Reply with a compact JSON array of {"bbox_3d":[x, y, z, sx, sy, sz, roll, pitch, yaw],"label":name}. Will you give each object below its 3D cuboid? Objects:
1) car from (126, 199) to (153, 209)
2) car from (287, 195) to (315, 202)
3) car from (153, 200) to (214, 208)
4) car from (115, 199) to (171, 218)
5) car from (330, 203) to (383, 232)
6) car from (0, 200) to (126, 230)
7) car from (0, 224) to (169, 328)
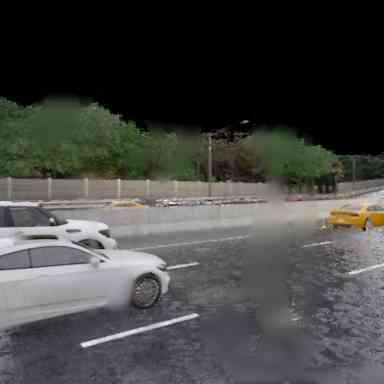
[{"bbox_3d":[-5.722,1.456,25.690,5.008,1.535,1.882,0,0,-35],"label":"car"},{"bbox_3d":[16.303,1.152,49.668,5.008,1.535,1.882,0,0,-35],"label":"car"},{"bbox_3d":[-0.114,1.440,25.375,4.902,1.511,2.128,0,0,-35],"label":"car"},{"bbox_3d":[-4.482,1.457,30.860,4.892,1.490,1.837,0,0,-35],"label":"car"},{"bbox_3d":[10.139,1.378,19.524,5.008,1.535,1.882,-1,0,-35],"label":"car"},{"bbox_3d":[-4.871,1.222,8.870,5.566,2.045,2.150,0,0,-35],"label":"car"},{"bbox_3d":[-2.646,1.526,6.154,4.674,1.442,1.812,0,0,-35],"label":"car"}]
